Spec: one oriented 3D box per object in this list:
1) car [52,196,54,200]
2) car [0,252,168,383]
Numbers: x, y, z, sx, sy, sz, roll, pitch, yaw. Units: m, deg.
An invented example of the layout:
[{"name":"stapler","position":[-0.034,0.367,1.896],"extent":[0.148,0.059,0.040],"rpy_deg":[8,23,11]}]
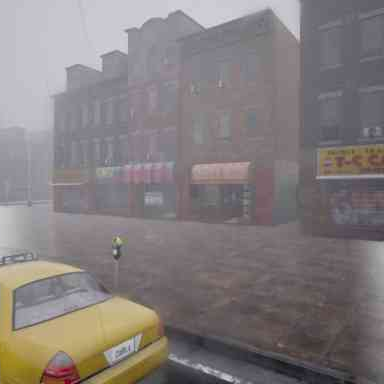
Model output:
[{"name":"car","position":[-17.042,0.461,47.557],"extent":[2.150,2.045,5.566],"rpy_deg":[0,2,36]},{"name":"car","position":[-2.554,1.526,4.636],"extent":[4.829,1.417,1.752],"rpy_deg":[0,0,36]}]
